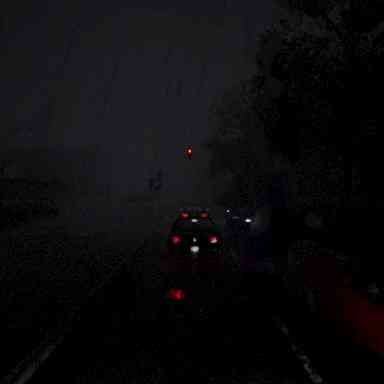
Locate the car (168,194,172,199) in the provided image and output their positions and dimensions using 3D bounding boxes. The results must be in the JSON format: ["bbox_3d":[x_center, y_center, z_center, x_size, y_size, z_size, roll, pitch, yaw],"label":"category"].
[{"bbox_3d":[-8.485,1.276,90.115,4.674,1.452,2.002,-1,0,-12],"label":"car"}]

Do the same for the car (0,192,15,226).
[{"bbox_3d":[-13.798,1.245,19.323,5.566,2.045,2.435,-1,0,-20],"label":"car"}]

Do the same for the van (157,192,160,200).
[{"bbox_3d":[-10.267,1.025,75.164,4.442,1.987,1.878,-1,0,-14],"label":"van"}]

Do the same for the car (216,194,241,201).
[{"bbox_3d":[8.176,1.197,74.745,5.366,1.575,1.946,1,0,-13],"label":"car"}]

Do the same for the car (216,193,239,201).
[{"bbox_3d":[7.641,1.078,71.751,4.553,1.767,2.185,1,0,-14],"label":"car"}]

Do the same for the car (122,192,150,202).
[{"bbox_3d":[-11.468,1.298,66.180,4.792,1.488,2.163,-1,0,-15],"label":"car"}]

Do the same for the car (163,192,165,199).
[{"bbox_3d":[-9.669,1.286,81.131,4.674,1.452,2.002,-1,0,-13],"label":"car"}]

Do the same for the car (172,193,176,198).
[{"bbox_3d":[-8.036,0.981,93.121,5.566,2.045,2.435,-1,0,-12],"label":"car"}]

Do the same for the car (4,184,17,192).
[{"bbox_3d":[-31.180,-0.478,57.100,2.435,2.045,5.566,6,-3,-19],"label":"car"}]

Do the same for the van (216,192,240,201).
[{"bbox_3d":[7.259,0.982,68.781,4.442,1.987,1.878,1,0,-14],"label":"van"}]

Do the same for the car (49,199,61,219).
[{"bbox_3d":[-13.637,1.378,28.373,4.553,1.767,2.185,-1,0,-19],"label":"car"}]

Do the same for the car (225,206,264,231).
[{"bbox_3d":[3.149,1.570,20.540,1.994,1.385,4.181,0,0,0],"label":"car"}]

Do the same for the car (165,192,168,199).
[{"bbox_3d":[-9.298,1.283,84.133,4.674,1.452,2.002,-1,0,-13],"label":"car"}]

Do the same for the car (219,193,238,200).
[{"bbox_3d":[9.427,1.052,86.451,4.553,1.767,2.185,1,0,-12],"label":"car"}]

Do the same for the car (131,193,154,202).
[{"bbox_3d":[-10.732,1.131,72.124,4.553,1.767,2.185,-1,0,-14],"label":"car"}]

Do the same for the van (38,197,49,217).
[{"bbox_3d":[-13.611,1.274,25.395,4.442,1.987,1.878,-1,0,-19],"label":"van"}]

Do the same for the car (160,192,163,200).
[{"bbox_3d":[-10.041,1.251,78.136,4.892,1.521,2.231,-1,0,-14],"label":"car"}]

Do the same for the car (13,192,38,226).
[{"bbox_3d":[-13.726,1.247,22.359,5.566,2.045,2.435,-1,0,-20],"label":"car"}]

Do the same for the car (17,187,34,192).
[{"bbox_3d":[-28.185,0.084,57.041,2.002,1.452,4.674,6,-3,-19],"label":"car"}]

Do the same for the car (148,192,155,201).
[{"bbox_3d":[-10.824,1.253,69.172,5.366,1.575,1.946,-1,0,-15],"label":"car"}]

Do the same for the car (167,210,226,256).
[{"bbox_3d":[0.106,1.602,13.179,1.895,1.301,4.718,0,0,0],"label":"car"}]

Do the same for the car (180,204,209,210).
[{"bbox_3d":[0.164,1.534,22.281,1.812,1.442,4.674,0,0,1],"label":"car"}]

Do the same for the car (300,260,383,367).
[{"bbox_3d":[3.100,1.599,4.622,1.895,1.301,4.718,0,0,0],"label":"car"}]
